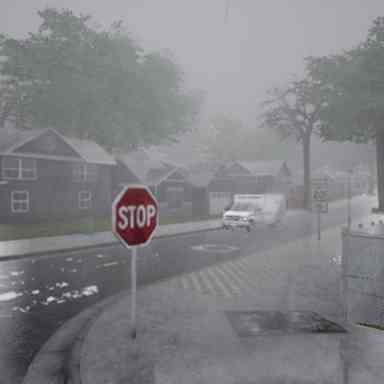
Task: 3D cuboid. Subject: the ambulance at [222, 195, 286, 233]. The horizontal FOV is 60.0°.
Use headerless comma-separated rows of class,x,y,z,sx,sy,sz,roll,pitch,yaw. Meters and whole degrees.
ambulance,4.436,1.395,23.352,2.351,2.431,6.366,0,-1,36
